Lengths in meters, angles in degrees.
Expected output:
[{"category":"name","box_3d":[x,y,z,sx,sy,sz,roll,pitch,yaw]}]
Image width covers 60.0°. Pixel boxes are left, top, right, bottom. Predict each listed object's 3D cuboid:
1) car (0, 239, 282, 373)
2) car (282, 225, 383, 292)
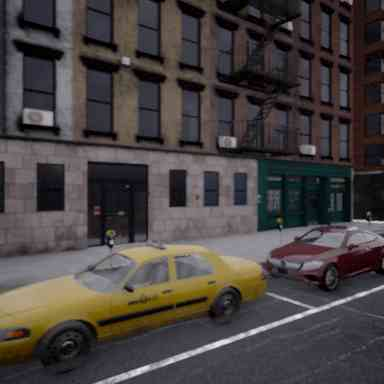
[{"category":"car","box_3d":[-0.830,1.525,5.594,4.829,1.417,1.752,0,0,-36]},{"category":"car","box_3d":[3.801,1.581,8.898,4.206,1.307,1.802,0,0,-36]}]
